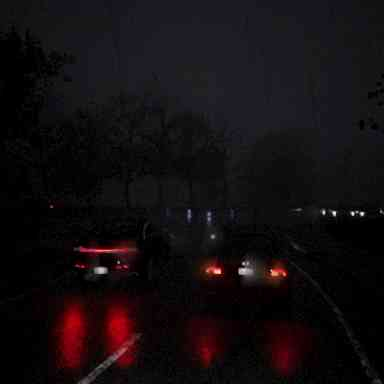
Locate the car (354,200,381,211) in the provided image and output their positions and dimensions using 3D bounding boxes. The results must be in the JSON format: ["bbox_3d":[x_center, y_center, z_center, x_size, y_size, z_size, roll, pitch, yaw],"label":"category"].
[{"bbox_3d":[28.111,2.154,53.194,4.553,1.767,2.097,3,-2,-39],"label":"car"}]

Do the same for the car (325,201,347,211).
[{"bbox_3d":[20.948,1.968,47.544,5.008,1.535,1.882,2,-1,-38],"label":"car"}]

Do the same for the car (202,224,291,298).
[{"bbox_3d":[1.400,1.551,8.740,2.033,1.411,5.357,0,0,9],"label":"car"}]

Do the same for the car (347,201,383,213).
[{"bbox_3d":[23.817,2.066,45.345,5.357,1.411,2.033,2,-2,-38],"label":"car"}]

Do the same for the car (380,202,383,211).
[{"bbox_3d":[35.253,2.622,58.828,4.892,1.490,1.837,3,-2,-38],"label":"car"}]

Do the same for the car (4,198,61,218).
[{"bbox_3d":[-14.369,1.361,30.019,4.553,1.767,2.097,0,0,0],"label":"car"}]

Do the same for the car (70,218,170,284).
[{"bbox_3d":[-1.801,1.495,9.646,2.128,1.511,4.902,0,0,4],"label":"car"}]
